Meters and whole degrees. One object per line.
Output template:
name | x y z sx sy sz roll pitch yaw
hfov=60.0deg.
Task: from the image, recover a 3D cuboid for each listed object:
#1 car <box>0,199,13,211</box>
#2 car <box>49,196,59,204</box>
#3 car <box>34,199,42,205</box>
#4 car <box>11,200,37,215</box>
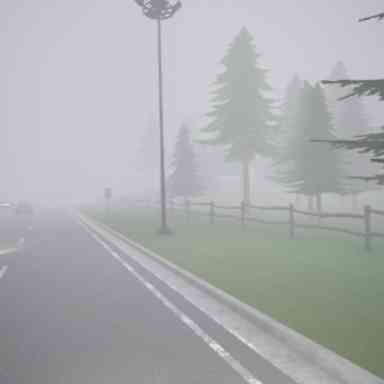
car | -30.235 2.210 54.574 2.128 1.511 4.902 -1 0 -23
car | -36.669 2.367 87.331 1.837 1.490 4.892 -1 0 -23
car | -37.436 2.411 80.194 1.812 1.442 4.674 -1 0 -23
car | -20.880 2.060 41.526 1.994 1.385 4.181 -1 0 -23
